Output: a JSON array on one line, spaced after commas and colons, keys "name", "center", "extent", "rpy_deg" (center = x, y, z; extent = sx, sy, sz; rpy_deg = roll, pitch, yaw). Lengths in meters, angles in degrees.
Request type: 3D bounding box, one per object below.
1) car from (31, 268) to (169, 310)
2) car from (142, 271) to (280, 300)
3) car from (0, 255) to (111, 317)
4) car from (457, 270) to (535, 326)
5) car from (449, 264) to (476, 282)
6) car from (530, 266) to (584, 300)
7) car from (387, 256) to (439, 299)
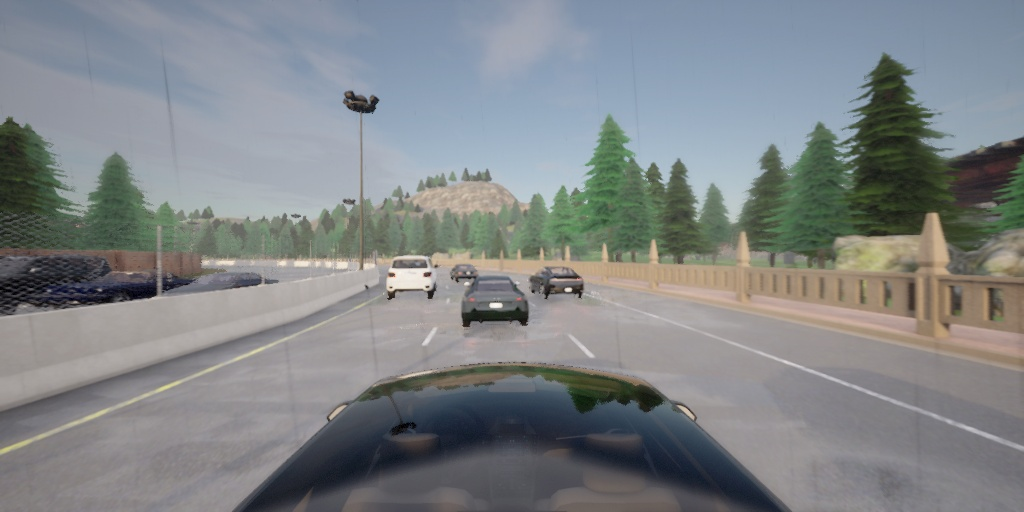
[{"name": "car", "center": [-14.948, 1.235, 14.120], "extent": [1.895, 1.301, 4.718], "rpy_deg": [0, 0, -8]}, {"name": "car", "center": [-11.481, 1.367, 14.592], "extent": [2.033, 1.411, 5.357], "rpy_deg": [0, 0, -8]}, {"name": "car", "center": [-18.412, 0.982, 13.611], "extent": [2.150, 2.045, 5.566], "rpy_deg": [0, 0, -8]}, {"name": "car", "center": [-0.627, 1.334, 11.847], "extent": [1.994, 1.385, 4.181], "rpy_deg": [0, 0, -5]}, {"name": "car", "center": [-4.024, 1.362, 29.732], "extent": [2.033, 1.411, 5.357], "rpy_deg": [0, 0, -16]}, {"name": "car", "center": [2.089, 1.260, 17.969], "extent": [2.128, 1.511, 4.902], "rpy_deg": [0, 0, -9]}, {"name": "car", "center": [-5.111, 1.022, 18.826], "extent": [2.150, 2.045, 5.566], "rpy_deg": [0, 0, -10]}]
